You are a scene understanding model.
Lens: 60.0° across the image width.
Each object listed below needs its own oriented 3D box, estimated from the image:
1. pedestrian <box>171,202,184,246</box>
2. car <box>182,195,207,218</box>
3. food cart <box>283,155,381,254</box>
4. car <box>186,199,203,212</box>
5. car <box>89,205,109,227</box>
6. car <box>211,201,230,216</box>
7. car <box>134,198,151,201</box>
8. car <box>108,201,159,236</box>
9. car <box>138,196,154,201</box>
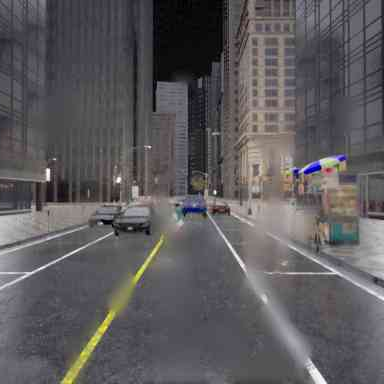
[{"bbox_3d":[-0.582,1.305,13.949,0.375,1.860,0.375,1,-1,-18],"label":"pedestrian"},{"bbox_3d":[0.252,1.281,31.443,2.150,2.045,5.566,0,0,0],"label":"car"},{"bbox_3d":[5.701,0.480,14.370,2.280,3.560,4.660,-1,-1,0],"label":"food cart"},{"bbox_3d":[0.290,1.650,42.160,2.033,1.411,5.357,0,0,1],"label":"car"},{"bbox_3d":[-5.716,1.599,22.988,1.947,1.339,4.313,1,0,0],"label":"car"},{"bbox_3d":[2.874,1.613,33.852,1.887,1.381,4.507,0,0,0],"label":"car"},{"bbox_3d":[-5.652,1.593,33.735,1.752,1.417,4.829,0,0,0],"label":"car"},{"bbox_3d":[-2.991,1.500,18.658,1.882,1.535,5.008,0,0,0],"label":"car"},{"bbox_3d":[-5.617,1.405,39.366,2.192,1.841,5.009,0,0,0],"label":"car"}]
